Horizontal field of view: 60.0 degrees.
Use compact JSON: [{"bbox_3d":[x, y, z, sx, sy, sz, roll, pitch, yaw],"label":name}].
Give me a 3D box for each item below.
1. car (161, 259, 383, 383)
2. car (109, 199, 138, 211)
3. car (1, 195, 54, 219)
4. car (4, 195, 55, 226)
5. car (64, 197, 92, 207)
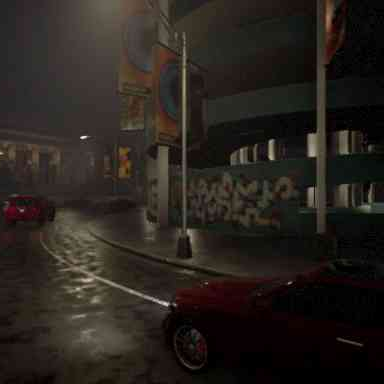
[{"bbox_3d":[1.744,1.548,3.889,4.674,1.442,1.812,0,0,37],"label":"car"},{"bbox_3d":[-9.013,1.627,44.196,1.882,1.535,5.008,0,0,23],"label":"car"},{"bbox_3d":[-15.556,1.304,31.827,2.150,2.045,5.566,0,0,2],"label":"car"},{"bbox_3d":[-11.448,1.287,23.988,2.150,2.045,5.566,0,0,-12],"label":"car"},{"bbox_3d":[-17.531,1.512,51.294,1.994,1.385,4.181,0,0,28],"label":"car"}]
